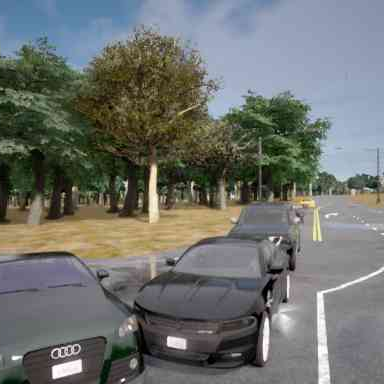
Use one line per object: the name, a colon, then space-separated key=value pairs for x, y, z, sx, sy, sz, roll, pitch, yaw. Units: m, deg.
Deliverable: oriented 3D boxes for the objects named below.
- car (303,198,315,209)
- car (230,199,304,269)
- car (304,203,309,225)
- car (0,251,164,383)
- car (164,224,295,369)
car: x=17.466 y=1.711 z=50.507 sx=1.882 sy=1.535 sz=5.008 roll=-1 pitch=0 yaw=25
car: x=2.829 y=1.460 z=12.451 sx=2.150 sy=2.045 sz=5.566 roll=-2 pitch=0 yaw=20
car: x=8.052 y=1.793 z=26.479 sx=1.895 sy=1.301 sz=4.718 roll=-1 pitch=0 yaw=20
car: x=-2.323 y=1.643 z=5.002 sx=1.994 sy=1.385 sz=4.181 roll=2 pitch=-2 yaw=-33
car: x=0.720 y=1.614 z=6.306 sx=1.882 sy=1.535 sz=5.008 roll=-1 pitch=-2 yaw=21
